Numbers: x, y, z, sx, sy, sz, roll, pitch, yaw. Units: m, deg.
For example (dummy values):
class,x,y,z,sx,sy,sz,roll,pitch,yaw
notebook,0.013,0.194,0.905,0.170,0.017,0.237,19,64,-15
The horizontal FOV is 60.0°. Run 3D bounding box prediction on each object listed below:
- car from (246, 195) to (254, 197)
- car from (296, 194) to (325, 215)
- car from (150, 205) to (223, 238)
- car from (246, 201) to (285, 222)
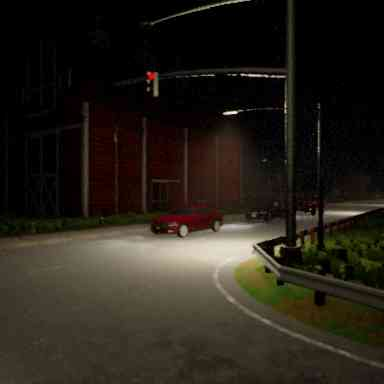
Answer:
class,x,y,z,sx,sy,sz,roll,pitch,yaw
car,15.280,1.511,87.353,1.784,1.438,3.905,0,0,36
car,12.408,1.239,35.259,2.150,2.045,5.566,0,0,37
car,-0.184,1.494,18.279,1.882,1.535,5.008,0,0,37
car,6.036,1.508,26.671,2.128,1.511,4.902,0,0,37
